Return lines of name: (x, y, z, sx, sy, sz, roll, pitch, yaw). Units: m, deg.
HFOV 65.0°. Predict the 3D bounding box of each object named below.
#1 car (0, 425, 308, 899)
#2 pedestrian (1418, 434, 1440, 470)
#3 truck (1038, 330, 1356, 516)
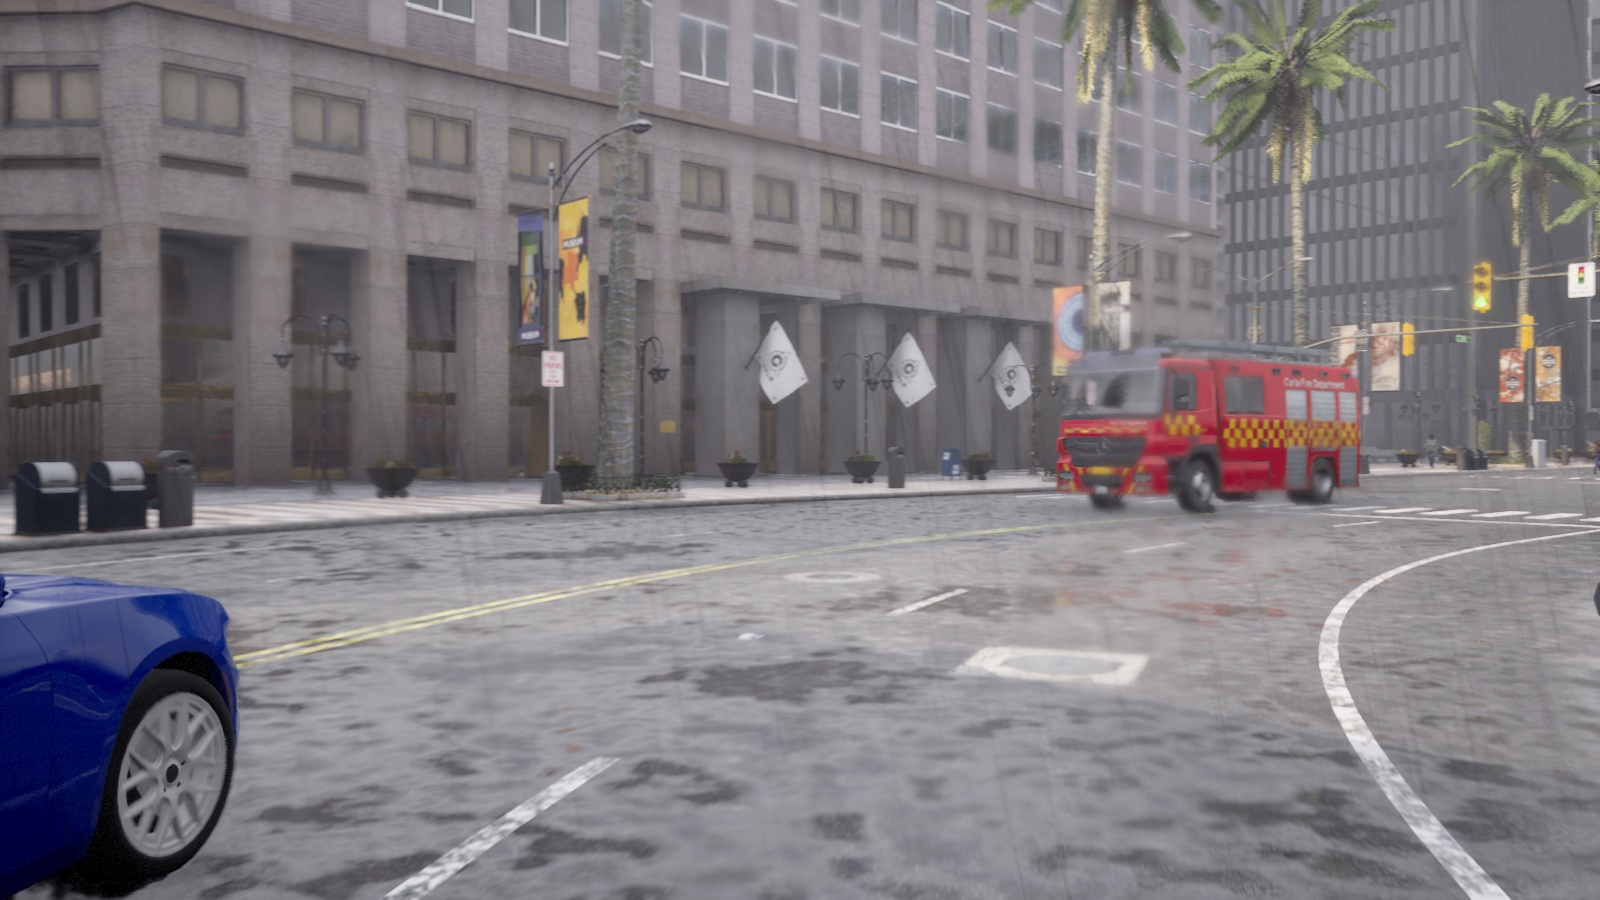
car: (-3.219, 0.702, 2.804, 1.882, 1.535, 5.008, 0, 0, 6)
pedestrian: (32.548, 0.102, 64.995, 0.874, 1.855, 0.900, 0, 0, 35)
truck: (9.560, -0.566, 29.634, 8.468, 3.827, 2.891, 0, 0, -38)
